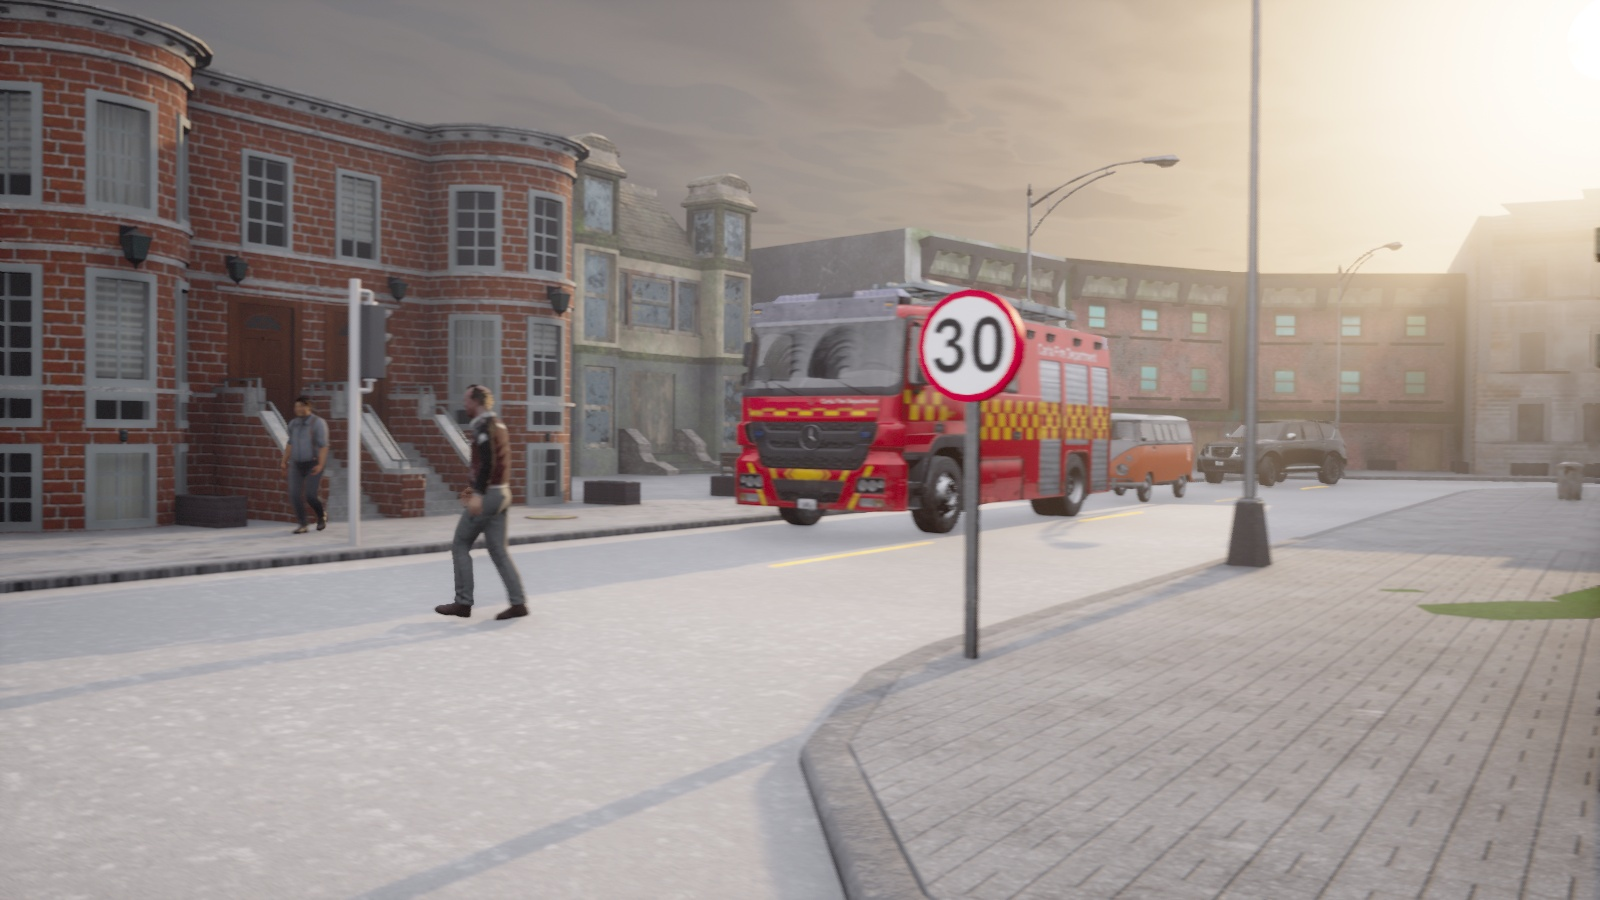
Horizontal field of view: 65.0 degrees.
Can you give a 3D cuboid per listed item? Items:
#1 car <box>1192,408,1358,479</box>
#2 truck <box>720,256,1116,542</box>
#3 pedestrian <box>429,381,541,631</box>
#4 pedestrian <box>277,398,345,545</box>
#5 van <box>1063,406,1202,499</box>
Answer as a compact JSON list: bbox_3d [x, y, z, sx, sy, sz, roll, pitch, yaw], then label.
[{"bbox_3d":[14.764,-0.229,38.888,5.566,2.045,2.150,-1,1,-36],"label":"car"},{"bbox_3d":[2.413,-0.751,21.125,2.891,3.827,8.468,0,1,34],"label":"truck"},{"bbox_3d":[-2.380,0.416,9.511,0.720,1.854,0.376,0,1,6],"label":"pedestrian"},{"bbox_3d":[-6.280,0.273,16.159,0.540,1.848,0.694,0,1,6],"label":"pedestrian"},{"bbox_3d":[7.809,0.000,29.224,1.775,1.987,4.442,0,1,34],"label":"van"}]
